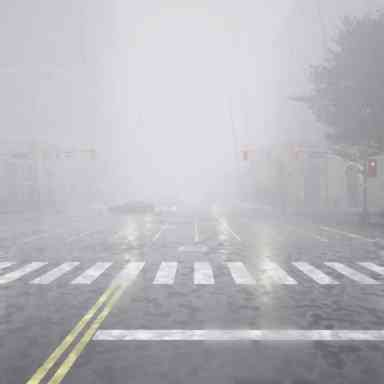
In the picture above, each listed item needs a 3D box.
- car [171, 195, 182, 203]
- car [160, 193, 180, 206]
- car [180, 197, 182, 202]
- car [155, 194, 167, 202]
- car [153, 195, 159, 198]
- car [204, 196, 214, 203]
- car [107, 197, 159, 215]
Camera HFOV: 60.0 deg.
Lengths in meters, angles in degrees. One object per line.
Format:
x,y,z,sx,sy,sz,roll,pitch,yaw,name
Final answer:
-3.355,1.525,74.406,2.128,1.511,4.902,0,0,1,car
-3.576,1.352,54.974,2.097,1.767,4.553,0,0,0,car
-3.514,1.221,64.183,2.150,2.045,5.566,0,0,1,car
-6.860,1.355,73.877,2.097,1.767,4.553,0,0,1,car
-7.075,1.564,55.322,1.994,1.385,4.181,0,0,0,car
3.673,1.506,71.735,2.128,1.511,4.902,0,0,1,car
-5.997,1.525,32.960,4.674,1.442,1.812,0,0,0,car
